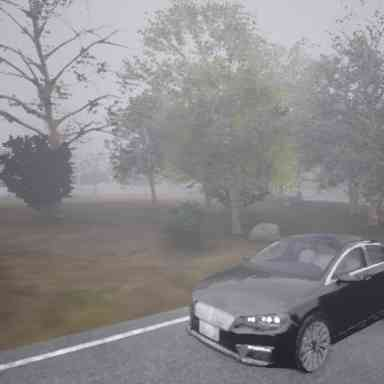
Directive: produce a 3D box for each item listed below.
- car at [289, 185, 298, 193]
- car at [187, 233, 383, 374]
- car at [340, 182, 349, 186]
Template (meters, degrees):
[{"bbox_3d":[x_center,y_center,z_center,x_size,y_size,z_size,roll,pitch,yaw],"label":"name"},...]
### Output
[{"bbox_3d":[21.704,-0.660,69.972,1.812,1.442,4.674,-2,3,36],"label":"car"},{"bbox_3d":[2.160,1.531,5.765,4.902,1.511,2.128,1,0,-38],"label":"car"},{"bbox_3d":[35.365,-1.965,78.843,4.892,1.490,1.837,-3,2,-11],"label":"car"}]
